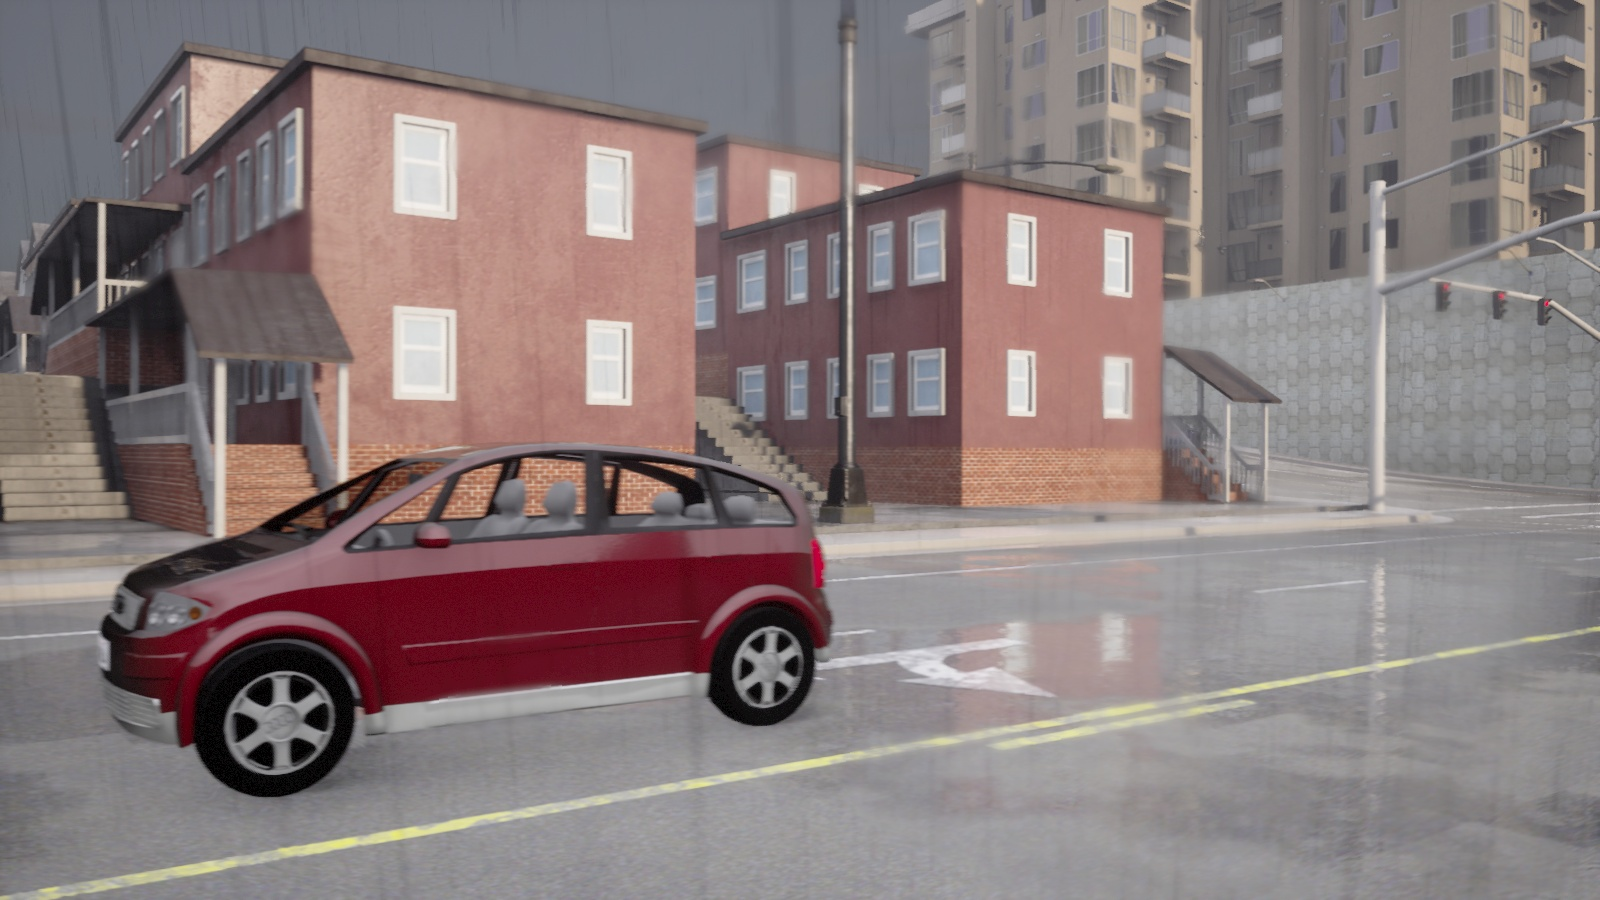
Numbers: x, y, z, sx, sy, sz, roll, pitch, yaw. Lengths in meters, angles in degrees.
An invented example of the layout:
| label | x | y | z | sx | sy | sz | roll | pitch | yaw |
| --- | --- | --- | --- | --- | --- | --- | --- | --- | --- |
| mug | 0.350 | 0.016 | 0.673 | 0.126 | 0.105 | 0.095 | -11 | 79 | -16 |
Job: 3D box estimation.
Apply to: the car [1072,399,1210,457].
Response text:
| label | x | y | z | sx | sy | sz | roll | pitch | yaw |
| --- | --- | --- | --- | --- | --- | --- | --- | --- | --- |
| car | 13.706 | -0.926 | 50.760 | 2.152 | 1.651 | 5.027 | 0 | 9 | -35 |

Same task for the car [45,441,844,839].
| label | x | y | z | sx | sy | sz | roll | pitch | yaw |
| --- | --- | --- | --- | --- | --- | --- | --- | --- | --- |
| car | -1.790 | 0.744 | 6.678 | 3.705 | 1.549 | 1.789 | 0 | 0 | -35 |
